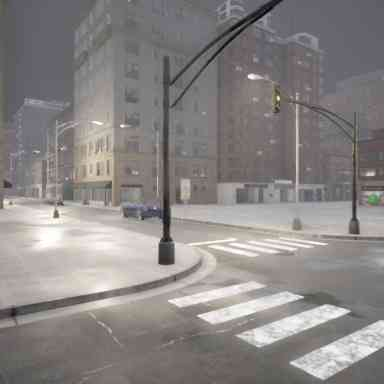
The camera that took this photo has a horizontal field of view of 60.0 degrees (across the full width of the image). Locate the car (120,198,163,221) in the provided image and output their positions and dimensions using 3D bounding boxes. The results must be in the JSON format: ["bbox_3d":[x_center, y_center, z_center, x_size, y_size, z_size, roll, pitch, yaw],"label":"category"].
[{"bbox_3d":[-3.949,1.241,26.360,2.097,1.767,4.553,0,0,-36],"label":"car"}]

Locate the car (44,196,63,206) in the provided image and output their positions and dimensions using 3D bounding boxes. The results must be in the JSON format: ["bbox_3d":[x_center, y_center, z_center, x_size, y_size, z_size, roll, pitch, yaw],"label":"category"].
[{"bbox_3d":[-20.764,1.322,49.887,1.994,1.385,4.181,0,0,-36],"label":"car"}]
